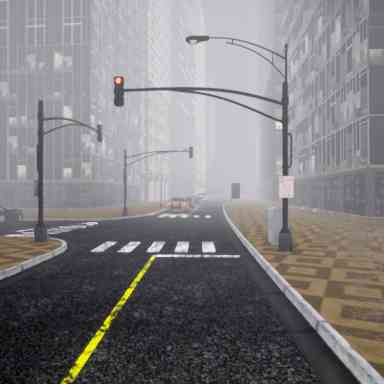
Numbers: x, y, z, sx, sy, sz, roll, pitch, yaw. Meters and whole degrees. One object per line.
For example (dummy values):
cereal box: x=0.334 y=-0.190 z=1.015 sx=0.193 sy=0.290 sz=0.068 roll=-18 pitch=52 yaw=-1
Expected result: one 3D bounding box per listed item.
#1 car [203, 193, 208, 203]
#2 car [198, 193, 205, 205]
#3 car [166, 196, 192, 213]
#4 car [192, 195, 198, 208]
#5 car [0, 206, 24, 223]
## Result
car: x=2.124 y=1.128 z=69.568 sx=2.150 sy=2.045 sz=5.566 roll=0 pitch=0 yaw=8
car: x=0.491 y=1.429 z=57.595 sx=2.128 sy=1.511 sz=4.902 roll=0 pitch=0 yaw=7
car: x=-1.550 y=1.326 z=36.949 sx=2.097 sy=1.767 sz=4.553 roll=0 pitch=0 yaw=5
car: x=-0.672 y=1.465 z=46.946 sx=1.837 sy=1.490 sz=4.892 roll=0 pitch=0 yaw=6
car: x=-16.475 y=1.853 z=28.049 sx=4.403 sy=1.369 sz=2.008 roll=-1 pitch=1 yaw=10
